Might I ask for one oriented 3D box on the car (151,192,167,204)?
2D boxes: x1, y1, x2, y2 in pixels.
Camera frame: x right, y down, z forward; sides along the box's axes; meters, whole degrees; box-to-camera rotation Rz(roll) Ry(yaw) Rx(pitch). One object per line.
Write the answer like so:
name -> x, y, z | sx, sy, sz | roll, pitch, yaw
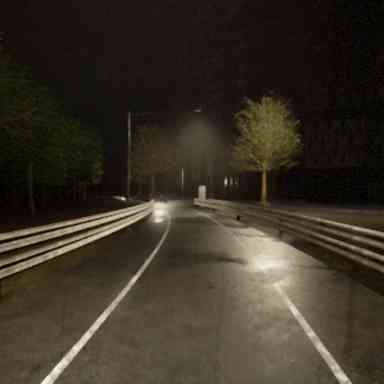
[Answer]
car -> -6.109, 1.074, 60.906 | 2.150, 2.045, 5.566 | 0, 0, -18
